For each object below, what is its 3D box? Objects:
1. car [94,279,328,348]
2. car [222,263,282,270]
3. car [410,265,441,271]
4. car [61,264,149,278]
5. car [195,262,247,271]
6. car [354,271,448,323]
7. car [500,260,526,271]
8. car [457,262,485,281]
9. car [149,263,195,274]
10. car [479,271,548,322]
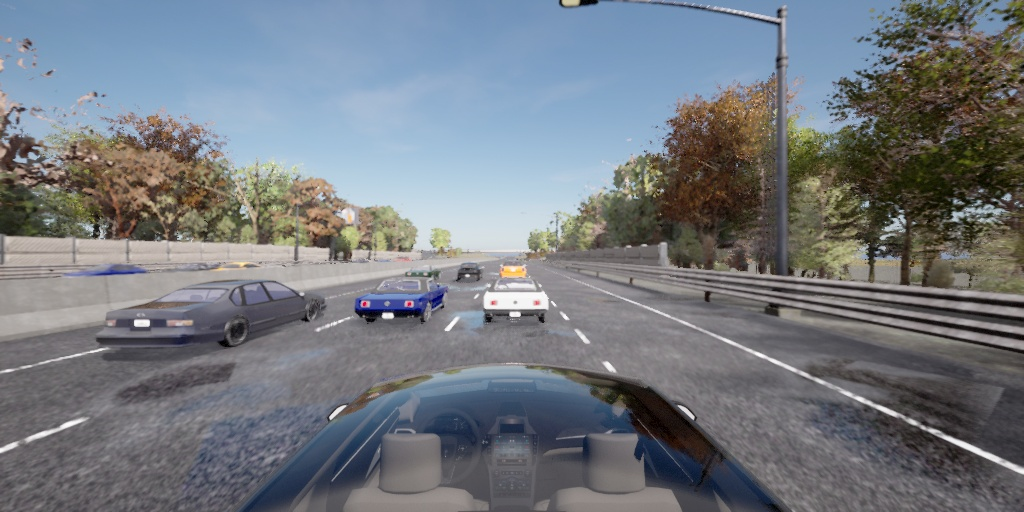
[{"bbox_3d":[-6.910,1.298,9.192,2.033,1.411,5.357,0,0,0],"label":"car"},{"bbox_3d":[-17.611,1.359,25.512,1.895,1.301,4.718,0,0,0],"label":"car"},{"bbox_3d":[-6.912,1.362,28.466,1.895,1.301,4.718,0,0,0],"label":"car"},{"bbox_3d":[-28.109,1.283,24.992,1.812,1.442,4.674,0,0,0],"label":"car"},{"bbox_3d":[-21.110,1.237,27.638,1.882,1.535,5.008,0,0,0],"label":"car"},{"bbox_3d":[-3.406,1.352,12.084,1.895,1.301,4.718,0,0,0],"label":"car"},{"bbox_3d":[0.085,1.114,29.659,2.097,1.767,4.553,0,0,0],"label":"car"},{"bbox_3d":[-3.414,1.267,29.956,1.837,1.490,4.892,0,0,0],"label":"car"},{"bbox_3d":[-24.609,1.251,28.008,2.128,1.511,4.902,0,0,0],"label":"car"},{"bbox_3d":[0.094,1.352,12.321,1.895,1.301,4.718,0,0,0],"label":"car"}]
